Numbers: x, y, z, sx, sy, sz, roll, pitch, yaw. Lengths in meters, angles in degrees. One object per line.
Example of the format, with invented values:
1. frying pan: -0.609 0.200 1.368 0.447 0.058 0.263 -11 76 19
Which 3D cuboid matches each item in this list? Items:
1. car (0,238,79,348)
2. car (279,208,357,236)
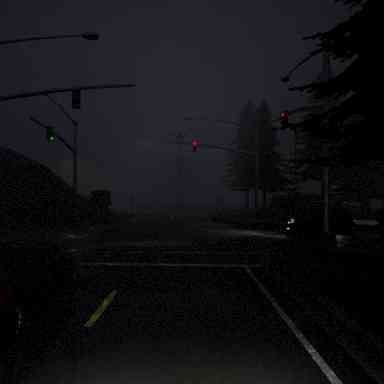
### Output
1. car: -3.640 1.595 6.166 1.994 1.385 4.181 0 -1 -1
2. car: 7.922 1.819 21.216 4.553 1.767 2.097 0 -1 -1
